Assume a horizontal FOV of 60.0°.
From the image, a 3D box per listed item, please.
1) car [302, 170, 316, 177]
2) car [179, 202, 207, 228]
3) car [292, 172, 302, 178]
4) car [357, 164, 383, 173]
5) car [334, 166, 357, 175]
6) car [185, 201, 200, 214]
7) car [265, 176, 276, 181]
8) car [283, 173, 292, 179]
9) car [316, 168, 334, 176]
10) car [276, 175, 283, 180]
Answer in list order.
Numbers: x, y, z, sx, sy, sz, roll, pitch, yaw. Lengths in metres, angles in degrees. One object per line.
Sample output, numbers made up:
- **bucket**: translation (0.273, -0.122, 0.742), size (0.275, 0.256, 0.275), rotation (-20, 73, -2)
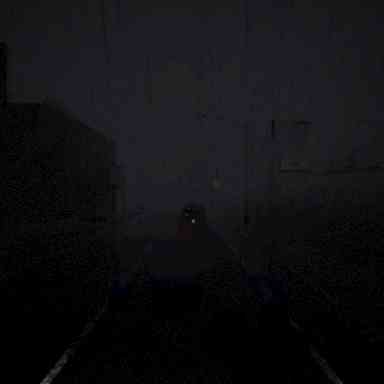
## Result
- **car**: translation (22.437, -3.174, 60.141), size (2.097, 1.535, 5.008), rotation (0, 0, -4)
- **car**: translation (0.096, 1.728, 24.389), size (2.128, 1.511, 4.902), rotation (0, 0, 0)
- **car**: translation (22.084, -3.181, 65.678), size (2.002, 1.452, 4.674), rotation (0, 0, -3)
- **car**: translation (24.230, -2.992, 43.469), size (2.002, 1.452, 4.674), rotation (0, 0, -7)
- **car**: translation (23.527, -3.049, 48.943), size (2.163, 1.488, 4.792), rotation (0, 0, -6)
- **car**: translation (0.094, 1.940, 41.735), size (1.812, 1.442, 4.674), rotation (0, -1, 0)
- **car**: translation (21.480, -3.436, 87.678), size (2.185, 1.767, 4.553), rotation (0, 0, -1)
- **car**: translation (21.849, -3.263, 71.221), size (2.231, 1.521, 4.892), rotation (0, 0, -1)
- **car**: translation (22.906, -3.253, 54.636), size (2.185, 1.767, 4.553), rotation (0, 0, -5)
- **car**: translation (21.720, -3.287, 76.739), size (2.231, 1.521, 4.892), rotation (0, 0, -1)
